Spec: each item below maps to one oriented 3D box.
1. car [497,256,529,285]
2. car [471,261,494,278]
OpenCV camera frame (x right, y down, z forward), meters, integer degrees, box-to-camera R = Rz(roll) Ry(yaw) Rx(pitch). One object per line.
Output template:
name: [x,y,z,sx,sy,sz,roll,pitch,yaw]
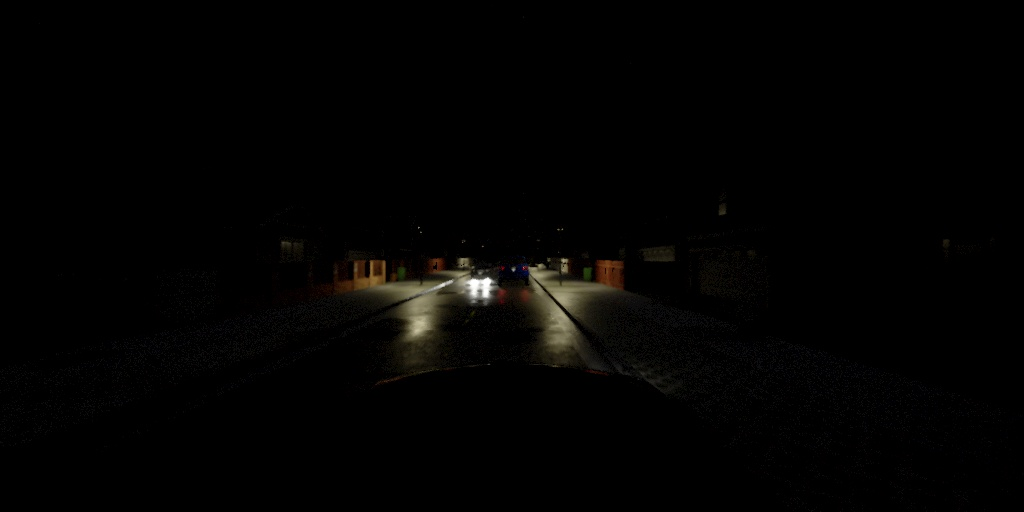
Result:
car: [0.104,0.987,26.362,2.150,2.045,5.566,0,0,0]
car: [-2.755,1.258,33.816,2.128,1.511,4.902,0,0,1]
